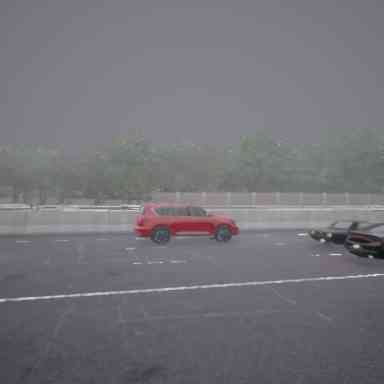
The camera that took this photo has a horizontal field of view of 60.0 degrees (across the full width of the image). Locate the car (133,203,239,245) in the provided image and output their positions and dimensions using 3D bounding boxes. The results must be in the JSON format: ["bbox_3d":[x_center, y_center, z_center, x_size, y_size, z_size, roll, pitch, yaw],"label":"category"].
[{"bbox_3d":[-0.309,1.628,17.824,5.566,2.045,2.150,1,-1,-16],"label":"car"}]

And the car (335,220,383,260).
[{"bbox_3d":[8.476,1.900,13.018,5.008,1.535,1.882,1,-1,-16],"label":"car"}]

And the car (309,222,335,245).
[{"bbox_3d":[8.406,2.075,16.632,4.718,1.301,1.895,1,-1,-16],"label":"car"}]
